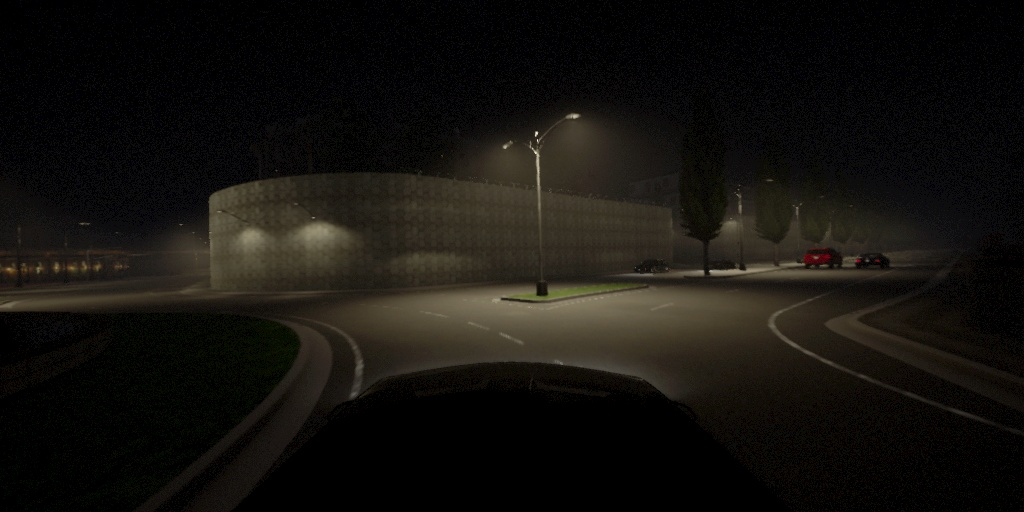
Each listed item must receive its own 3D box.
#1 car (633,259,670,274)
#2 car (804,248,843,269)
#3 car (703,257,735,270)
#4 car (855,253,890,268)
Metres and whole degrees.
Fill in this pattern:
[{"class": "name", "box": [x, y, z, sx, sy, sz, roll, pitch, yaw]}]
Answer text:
[{"class": "car", "box": [14.842, 1.065, 37.962, 4.892, 1.490, 1.837, -1, -1, -38]}, {"class": "car", "box": [31.483, 0.191, 36.272, 5.566, 2.045, 2.150, -2, 0, -38]}, {"class": "car", "box": [23.000, 0.857, 39.852, 4.181, 1.385, 1.994, -2, -1, -38]}, {"class": "car", "box": [33.795, 0.411, 33.633, 5.357, 1.411, 2.033, -2, -1, -38]}]
